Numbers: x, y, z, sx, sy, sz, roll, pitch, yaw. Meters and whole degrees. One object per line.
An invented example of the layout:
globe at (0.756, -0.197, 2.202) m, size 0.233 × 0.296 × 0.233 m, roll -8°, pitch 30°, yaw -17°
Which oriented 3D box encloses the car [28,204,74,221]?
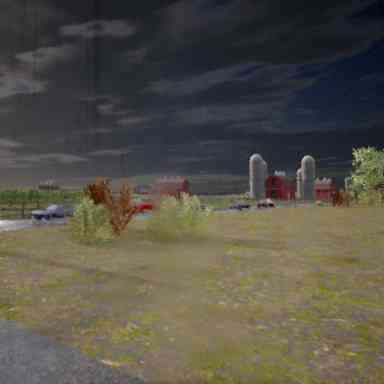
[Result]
car at (-12.457, 1.881, 31.415) m, size 2.033 × 1.411 × 5.357 m, roll -1°, pitch -1°, yaw 36°

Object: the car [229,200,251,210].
car at (7.753, 2.078, 53.214) m, size 2.128 × 1.511 × 4.902 m, roll -1°, pitch -1°, yaw 36°

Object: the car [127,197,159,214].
car at (-6.312, 1.671, 39.938) m, size 2.150 × 2.045 × 5.566 m, roll -1°, pitch -2°, yaw 36°

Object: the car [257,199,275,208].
car at (13.753, 2.054, 61.621) m, size 2.097 × 1.767 × 4.553 m, roll -1°, pitch -1°, yaw 36°

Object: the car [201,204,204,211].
car at (-0.083, 2.071, 48.557) m, size 1.837 × 1.490 × 4.892 m, roll -1°, pitch -2°, yaw 36°
